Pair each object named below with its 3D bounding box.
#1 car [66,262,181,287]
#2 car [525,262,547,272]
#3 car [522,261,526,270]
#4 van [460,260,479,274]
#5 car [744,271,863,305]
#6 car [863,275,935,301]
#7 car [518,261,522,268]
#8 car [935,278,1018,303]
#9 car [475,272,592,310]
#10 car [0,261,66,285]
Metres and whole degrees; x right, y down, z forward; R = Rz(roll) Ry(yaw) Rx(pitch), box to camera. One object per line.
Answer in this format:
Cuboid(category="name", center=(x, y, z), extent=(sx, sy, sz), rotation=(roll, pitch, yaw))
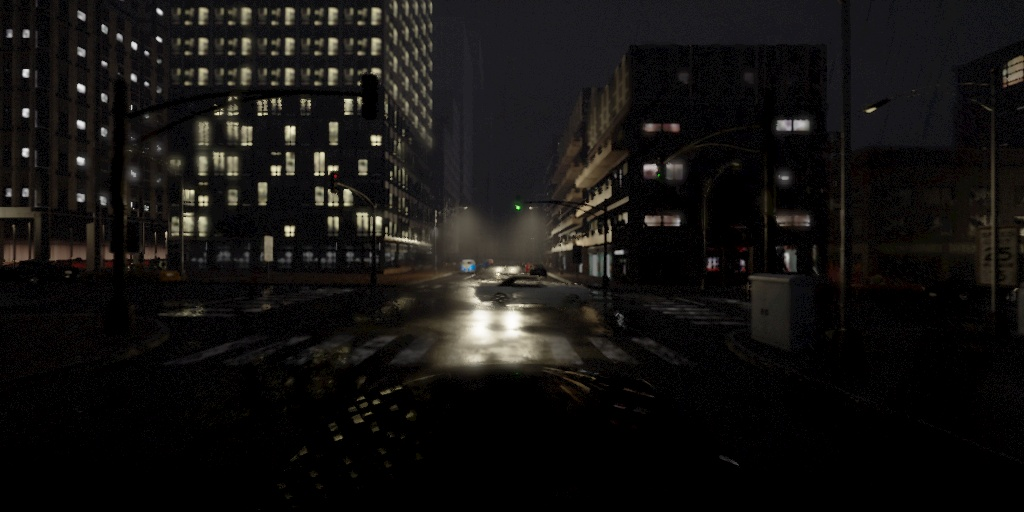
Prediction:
Cuboid(category="car", center=(-22.066, 1.005, 20.667), extent=(4.829, 1.417, 1.751), rotation=(0, 0, -1))
Cuboid(category="car", center=(2.649, 1.553, 37.240), extent=(1.948, 1.339, 4.313), rotation=(0, 0, 0))
Cuboid(category="car", center=(2.637, 1.601, 47.207), extent=(1.888, 1.381, 4.507), rotation=(0, 0, 0))
Cuboid(category="van", center=(-5.744, 1.396, 47.196), extent=(1.690, 1.789, 3.998), rotation=(0, 0, 0))
Cuboid(category="car", center=(14.735, 1.689, 18.445), extent=(4.674, 1.442, 1.812), rotation=(1, 0, -1))
Cuboid(category="car", center=(21.343, 1.826, 21.116), extent=(4.829, 1.417, 1.751), rotation=(0, 0, -1))
Cuboid(category="car", center=(2.617, 1.723, 64.169), extent=(2.007, 1.370, 4.403), rotation=(0, 0, 0))
Cuboid(category="car", center=(27.036, 1.971, 21.187), extent=(4.313, 1.339, 1.948), rotation=(0, 0, -1))
Cuboid(category="car", center=(0.888, 1.490, 15.174), extent=(4.718, 1.301, 1.895), rotation=(1, 0, -1))
Cuboid(category="car", center=(-27.511, 0.939, 20.512), extent=(4.313, 1.339, 1.948), rotation=(0, 0, -1))
